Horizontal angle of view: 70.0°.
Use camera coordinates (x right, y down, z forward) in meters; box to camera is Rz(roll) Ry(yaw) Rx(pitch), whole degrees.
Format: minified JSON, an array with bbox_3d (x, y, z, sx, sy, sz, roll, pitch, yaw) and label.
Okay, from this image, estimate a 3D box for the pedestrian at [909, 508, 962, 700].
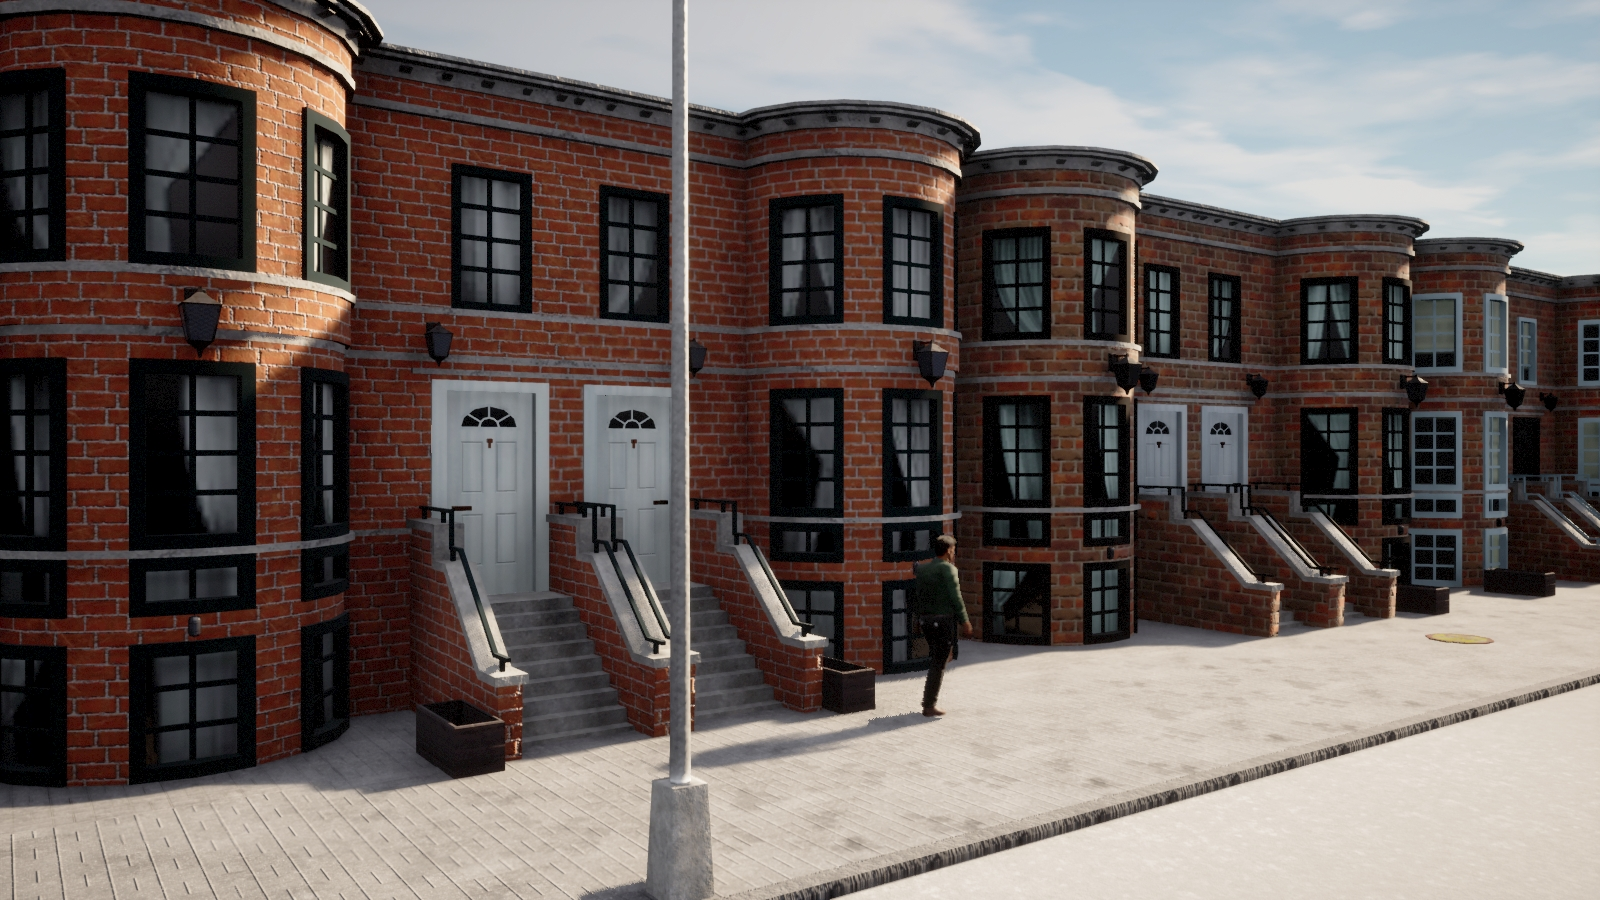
[{"bbox_3d":[1.360,1.521,11.458,0.375,1.860,0.375,0,0,-36],"label":"pedestrian"}]
